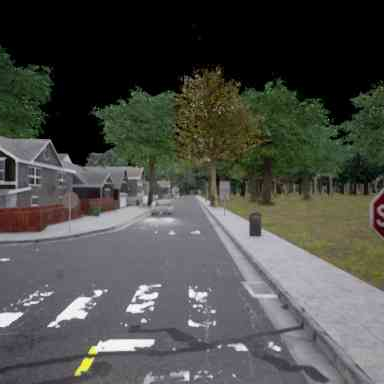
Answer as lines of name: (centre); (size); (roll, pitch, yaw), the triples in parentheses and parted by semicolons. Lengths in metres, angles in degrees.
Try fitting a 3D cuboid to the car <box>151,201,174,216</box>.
car: (-2.780, 1.579, 31.718); (1.895, 1.301, 4.718); (0, 0, 0)
